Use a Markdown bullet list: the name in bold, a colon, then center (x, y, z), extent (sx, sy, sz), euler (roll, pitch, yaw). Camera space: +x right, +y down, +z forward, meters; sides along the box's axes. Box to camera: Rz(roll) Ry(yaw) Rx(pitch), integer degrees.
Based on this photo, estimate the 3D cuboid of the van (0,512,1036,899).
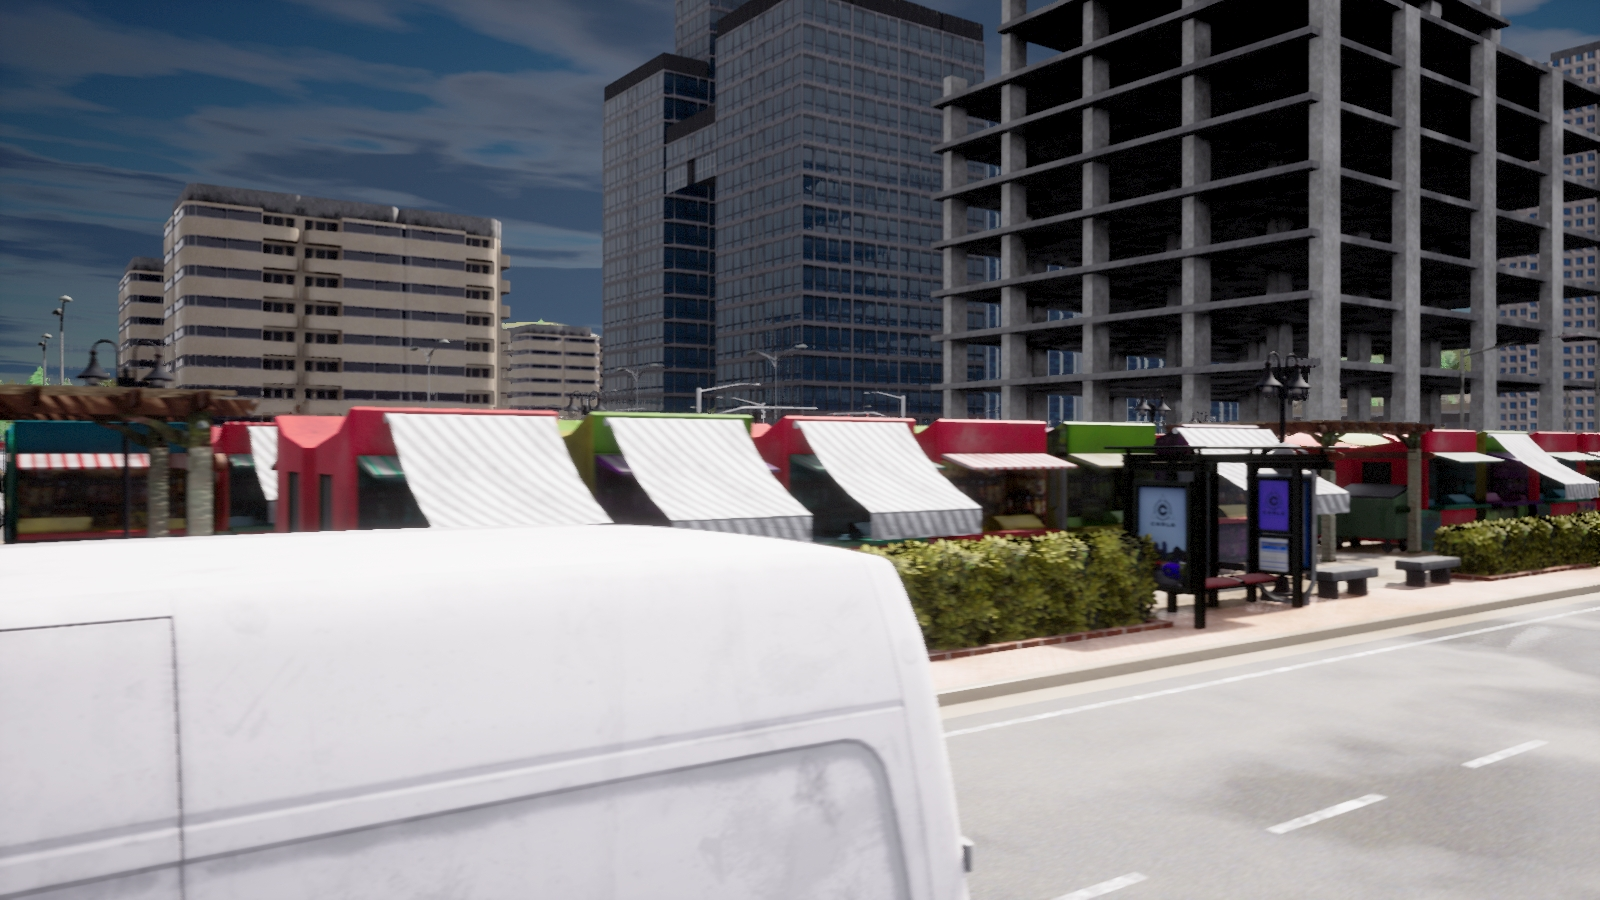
- **van**: center (-2.363, 1.535, 2.126), extent (5.915, 2.561, 1.988), euler (0, 0, -35)
